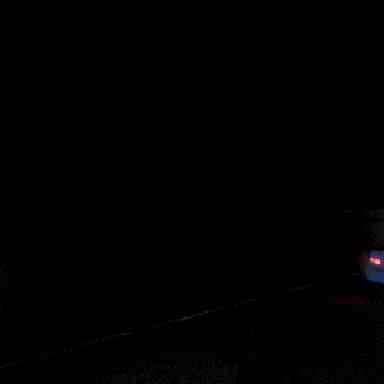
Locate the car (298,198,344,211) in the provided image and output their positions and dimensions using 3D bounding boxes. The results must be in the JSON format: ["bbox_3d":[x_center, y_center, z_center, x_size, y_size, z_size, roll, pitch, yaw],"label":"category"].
[{"bbox_3d":[15.230,1.434,39.687,2.033,1.411,5.357,0,0,-38],"label":"car"}]

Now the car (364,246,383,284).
[{"bbox_3d":[6.369,1.535,8.149,5.357,1.411,2.033,0,0,-35],"label":"car"}]

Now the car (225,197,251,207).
[{"bbox_3d":[6.964,1.451,50.424,1.994,1.385,4.181,0,0,-38],"label":"car"}]
